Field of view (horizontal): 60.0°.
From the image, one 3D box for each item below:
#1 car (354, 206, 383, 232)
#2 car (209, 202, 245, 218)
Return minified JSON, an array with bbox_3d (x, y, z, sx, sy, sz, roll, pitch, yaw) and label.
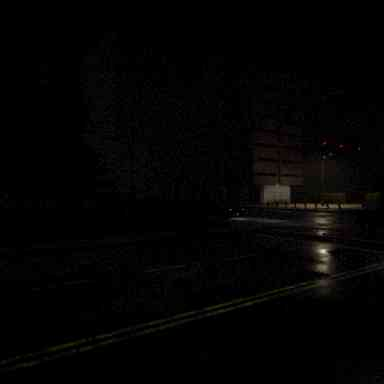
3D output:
[{"bbox_3d":[11.324,1.493,17.908,2.128,1.511,4.902,0,0,-34],"label":"car"},{"bbox_3d":[2.637,1.601,30.410,1.895,1.301,4.718,0,0,-36],"label":"car"}]
